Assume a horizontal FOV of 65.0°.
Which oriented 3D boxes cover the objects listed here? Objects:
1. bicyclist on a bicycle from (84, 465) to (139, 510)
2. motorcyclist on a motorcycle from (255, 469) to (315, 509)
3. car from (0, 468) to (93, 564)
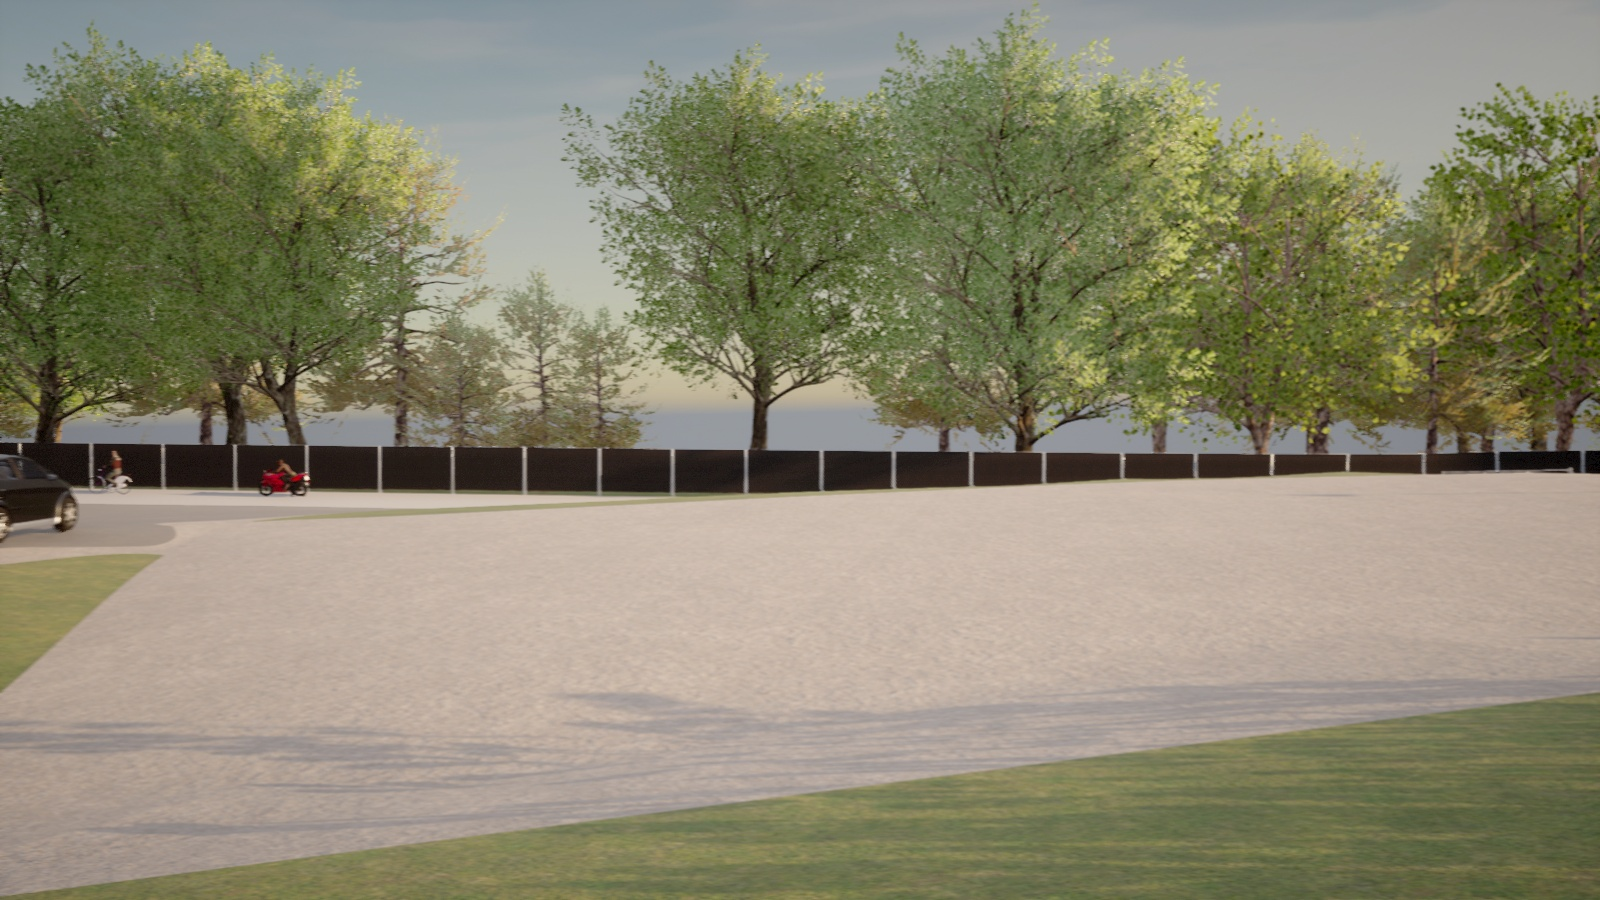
[{"bbox_3d":[-27.832,1.506,50.762,1.843,1.776,0.659,0,2,4],"label":"bicyclist on a bicycle"},{"bbox_3d":[-20.646,1.562,50.380,2.044,1.523,0.797,-1,2,1],"label":"motorcyclist on a motorcycle"},{"bbox_3d":[-14.914,1.182,23.263,1.789,1.549,3.705,-1,1,-6],"label":"car"}]
